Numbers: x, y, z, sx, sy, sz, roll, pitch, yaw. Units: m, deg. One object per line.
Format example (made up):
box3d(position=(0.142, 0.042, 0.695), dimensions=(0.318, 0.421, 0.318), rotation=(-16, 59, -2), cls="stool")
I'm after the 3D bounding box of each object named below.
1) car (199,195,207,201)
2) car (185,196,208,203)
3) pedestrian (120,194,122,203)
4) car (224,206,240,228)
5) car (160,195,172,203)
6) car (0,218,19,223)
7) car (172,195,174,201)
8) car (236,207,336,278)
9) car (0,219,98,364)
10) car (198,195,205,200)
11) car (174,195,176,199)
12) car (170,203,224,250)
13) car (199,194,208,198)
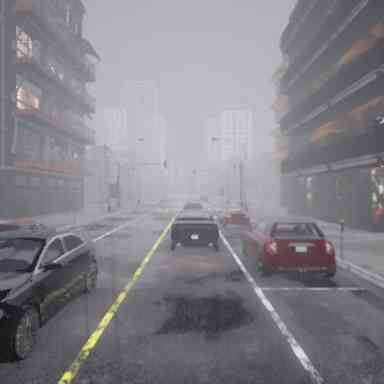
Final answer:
box3d(position=(2.683, 1.551, 81.735), dimensions=(1.947, 1.339, 4.313), rotation=(0, 0, 0), cls="car")
box3d(position=(0.096, 1.467, 31.987), dimensions=(2.128, 1.511, 4.902), rotation=(0, 0, 0), cls="car")
box3d(position=(-12.517, 1.258, 57.944), dimensions=(0.375, 1.860, 0.375), rotation=(0, 1, 0), cls="pedestrian")
box3d(position=(2.690, 1.562, 21.457), dimensions=(1.802, 1.307, 4.206), rotation=(0, 0, 0), cls="car")
box3d(position=(-5.784, 1.522, 70.687), dimensions=(1.887, 1.381, 4.507), rotation=(0, 0, 0), cls="car")
box3d(position=(-5.689, 1.533, 10.126), dimensions=(1.887, 1.381, 4.507), rotation=(0, 0, 0), cls="car")
box3d(position=(-5.697, 1.547, 76.208), dimensions=(1.947, 1.339, 4.313), rotation=(0, 0, 0), cls="car")
box3d(position=(2.691, 1.428, 10.127), dimensions=(1.967, 1.590, 4.097), rotation=(0, 0, 0), cls="car")
box3d(position=(-3.102, 1.484, 5.935), dimensions=(2.128, 1.511, 4.902), rotation=(0, 0, 0), cls="car")
box3d(position=(2.682, 1.560, 92.786), dimensions=(1.947, 1.339, 4.313), rotation=(0, 0, 0), cls="car")
box3d(position=(-5.697, 1.515, 87.089), dimensions=(1.752, 1.417, 4.829), rotation=(0, 0, 0), cls="car")
box3d(position=(0.098, 1.462, 14.346), dimensions=(1.882, 1.535, 5.008), rotation=(0, 0, 0), cls="car")
box3d(position=(2.684, 1.296, 76.210), dimensions=(2.192, 1.841, 5.009), rotation=(0, 0, 0), cls="car")
